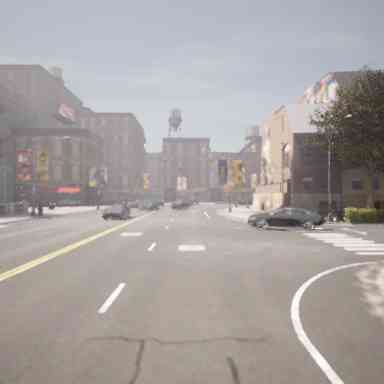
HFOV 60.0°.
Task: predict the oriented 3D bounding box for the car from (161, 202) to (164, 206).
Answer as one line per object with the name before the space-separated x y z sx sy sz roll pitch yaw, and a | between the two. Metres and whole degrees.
car | -7.738 2.331 68.650 1.895 1.301 4.718 0 -1 30

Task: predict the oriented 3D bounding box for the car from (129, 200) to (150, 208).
car | -9.902 2.200 63.345 2.002 1.452 4.674 0 -1 20

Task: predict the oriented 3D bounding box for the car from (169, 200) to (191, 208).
car | -2.341 2.238 64.491 2.033 1.411 5.357 0 -1 25

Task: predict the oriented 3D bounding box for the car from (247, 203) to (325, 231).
car | 6.201 1.728 22.066 4.902 1.511 2.128 0 0 12

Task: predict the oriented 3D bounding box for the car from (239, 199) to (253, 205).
car | 13.552 2.386 79.082 5.357 1.411 2.033 0 -1 -35

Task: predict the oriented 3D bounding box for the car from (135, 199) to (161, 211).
car | -6.494 1.882 49.362 2.097 1.767 4.553 0 -1 8

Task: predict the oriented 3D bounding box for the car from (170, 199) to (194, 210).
car | -1.819 2.138 55.069 2.033 1.411 5.357 0 -1 14

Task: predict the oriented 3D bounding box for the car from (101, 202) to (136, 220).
car | -7.101 1.890 31.873 2.033 1.411 5.357 0 -1 0
